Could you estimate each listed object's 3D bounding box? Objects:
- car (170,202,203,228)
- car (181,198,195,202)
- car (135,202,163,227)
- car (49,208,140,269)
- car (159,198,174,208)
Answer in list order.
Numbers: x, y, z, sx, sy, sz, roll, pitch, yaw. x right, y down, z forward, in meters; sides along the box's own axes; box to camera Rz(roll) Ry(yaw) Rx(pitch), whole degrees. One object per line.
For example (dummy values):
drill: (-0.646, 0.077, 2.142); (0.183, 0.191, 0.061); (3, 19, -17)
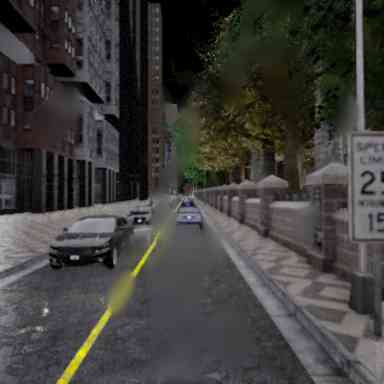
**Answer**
car: (-0.206, 1.642, 22.996); (2.033, 1.411, 5.357); (0, 0, -1)
car: (-0.549, 1.622, 46.432); (1.882, 1.535, 5.008); (0, -1, -1)
car: (-3.408, 1.669, 23.517); (1.994, 1.385, 4.181); (0, 0, -1)
car: (-3.249, 1.540, 11.643); (1.882, 1.535, 5.008); (0, 0, -1)
car: (-3.668, 1.688, 48.064); (1.837, 1.490, 4.892); (0, 0, -1)
